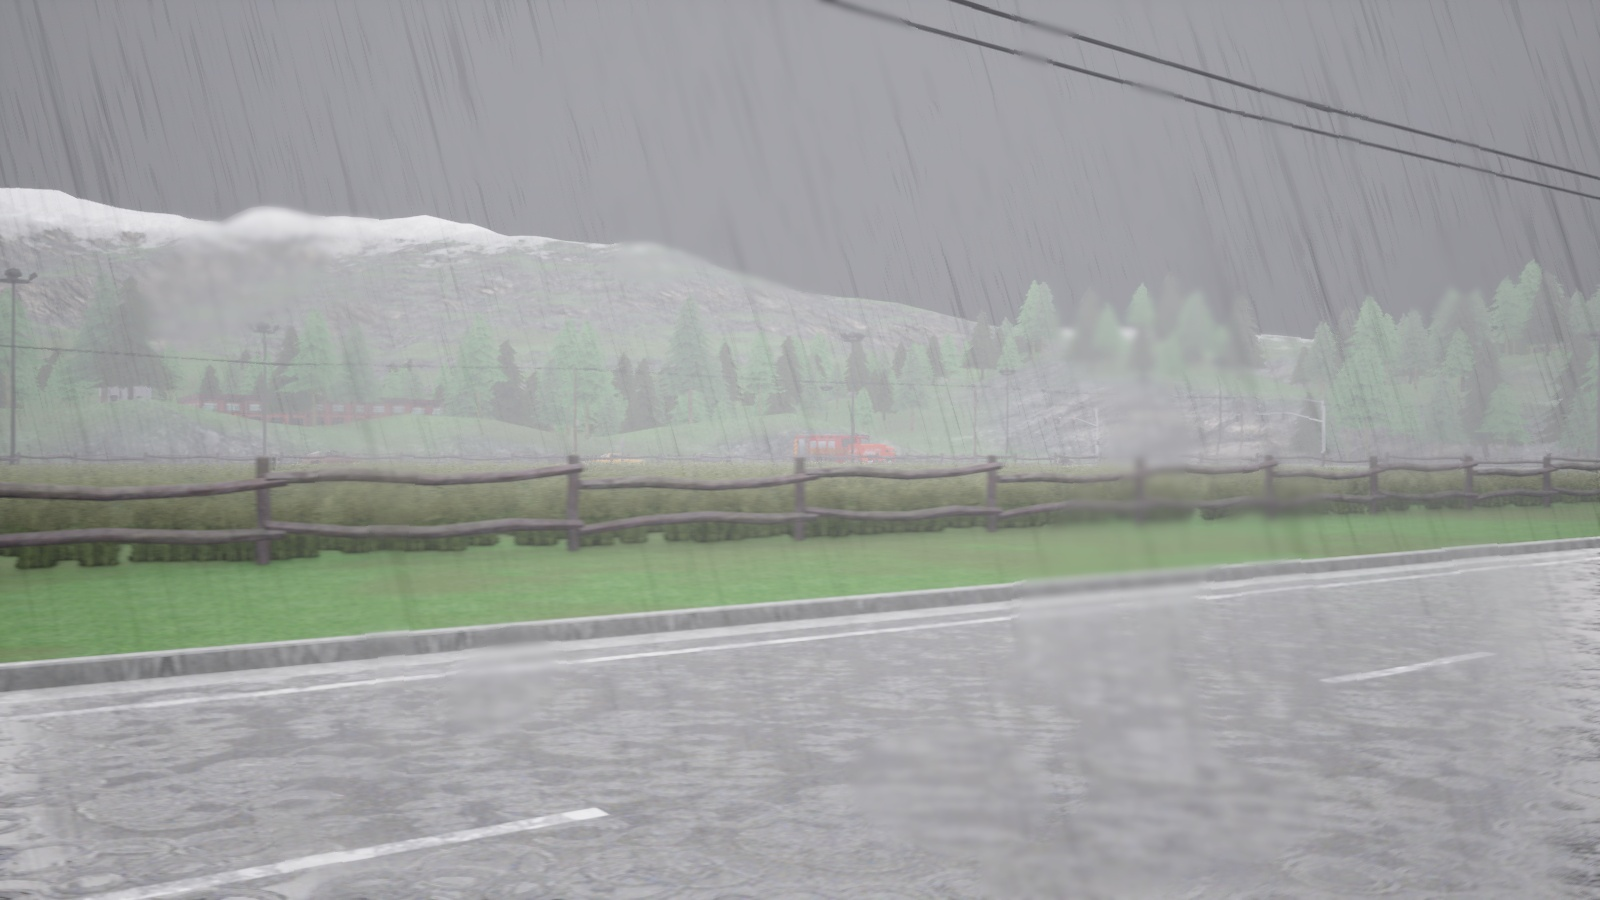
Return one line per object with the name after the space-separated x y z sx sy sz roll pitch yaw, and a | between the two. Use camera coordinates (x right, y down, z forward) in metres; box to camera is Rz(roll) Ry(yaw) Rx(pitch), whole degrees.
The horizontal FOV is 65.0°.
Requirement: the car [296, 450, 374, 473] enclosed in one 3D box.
-34.424 0.825 93.038 5.027 1.651 2.152 0 0 -35 | car
